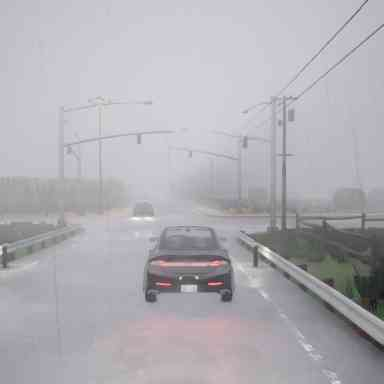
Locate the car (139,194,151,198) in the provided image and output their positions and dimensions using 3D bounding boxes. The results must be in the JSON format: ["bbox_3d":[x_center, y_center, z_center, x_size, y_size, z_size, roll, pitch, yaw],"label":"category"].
[{"bbox_3d":[-6.742,1.377,46.308,1.812,1.442,4.674,0,1,-7],"label":"car"}]

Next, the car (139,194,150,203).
[{"bbox_3d":[-8.453,1.117,59.862,1.837,1.490,4.892,0,1,-7],"label":"car"}]

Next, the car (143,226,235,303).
[{"bbox_3d":[-0.095,1.614,8.487,2.128,1.511,4.902,0,-2,-1],"label":"car"}]

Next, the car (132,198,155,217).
[{"bbox_3d":[-4.837,1.658,32.623,1.994,1.385,4.181,0,1,-12],"label":"car"}]
